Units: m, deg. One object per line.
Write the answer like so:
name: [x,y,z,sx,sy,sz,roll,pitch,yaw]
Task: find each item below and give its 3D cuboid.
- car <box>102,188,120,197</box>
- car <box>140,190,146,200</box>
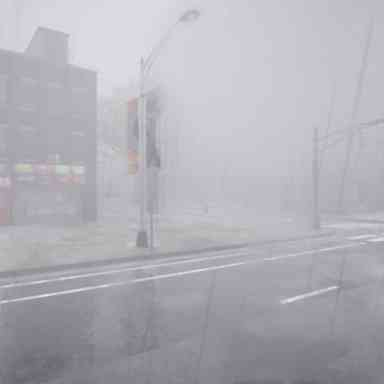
car: [-14.007,0.054,57.234,2.128,1.511,4.902,0,3,-35]
car: [-7.586,0.450,52.966,1.837,1.490,4.892,0,3,-35]
